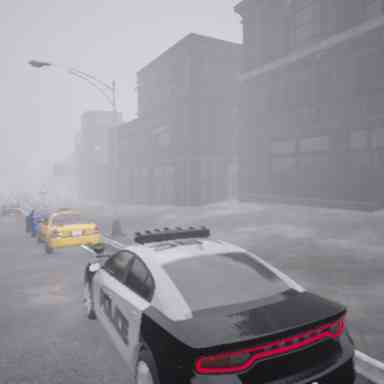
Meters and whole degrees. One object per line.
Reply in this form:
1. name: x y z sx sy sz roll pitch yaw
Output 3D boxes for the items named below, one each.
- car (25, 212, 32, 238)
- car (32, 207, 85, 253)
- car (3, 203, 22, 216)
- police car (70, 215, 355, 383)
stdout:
1. car: -8.223 1.585 18.815 1.882 1.535 5.008 -2 0 -30
2. car: -5.270 1.449 13.768 1.801 1.575 5.366 -2 0 -30
3. car: -20.899 1.967 38.637 1.895 1.301 4.718 -3 3 -30
4. police car: -0.325 1.341 4.842 1.930 1.638 5.238 -2 1 -28
